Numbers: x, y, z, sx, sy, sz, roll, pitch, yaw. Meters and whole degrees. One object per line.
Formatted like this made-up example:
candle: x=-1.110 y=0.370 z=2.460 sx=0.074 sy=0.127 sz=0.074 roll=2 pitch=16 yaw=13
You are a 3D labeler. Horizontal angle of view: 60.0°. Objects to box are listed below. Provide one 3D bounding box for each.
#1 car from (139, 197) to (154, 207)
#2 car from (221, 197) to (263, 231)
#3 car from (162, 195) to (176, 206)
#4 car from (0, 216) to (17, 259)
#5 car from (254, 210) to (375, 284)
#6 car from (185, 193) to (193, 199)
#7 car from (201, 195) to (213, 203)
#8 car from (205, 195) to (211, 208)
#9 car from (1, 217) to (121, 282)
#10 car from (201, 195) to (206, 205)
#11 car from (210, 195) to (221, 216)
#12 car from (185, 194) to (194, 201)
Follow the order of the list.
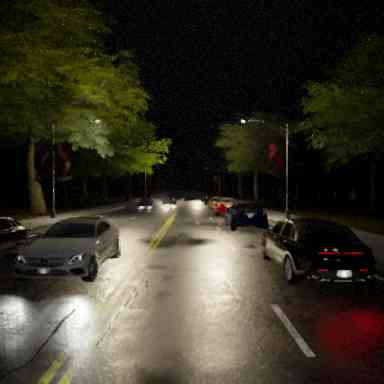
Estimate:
car: x=-6.818 y=1.411 z=50.143 sx=2.033 sy=1.411 sz=5.357 roll=0 pitch=0 yaw=0
car: x=3.214 y=1.319 z=20.491 sx=2.097 sy=1.767 sz=4.553 roll=0 pitch=0 yaw=0
car: x=-3.587 y=1.202 z=52.798 sx=2.097 sy=1.767 sz=4.553 roll=0 pitch=0 yaw=0
car: x=-6.609 y=1.493 z=9.799 sx=1.837 sy=1.490 sz=4.892 roll=0 pitch=0 yaw=0
car: x=3.244 y=1.491 z=9.510 sx=1.837 sy=1.490 sz=4.892 roll=0 pitch=0 yaw=0
car: x=-0.758 y=1.122 z=88.914 sx=2.033 sy=1.411 sz=5.357 roll=0 pitch=1 yaw=-1
car: x=2.854 y=1.350 z=64.563 sx=1.994 sy=1.385 sz=4.181 roll=0 pitch=0 yaw=-1
car: x=3.081 y=1.351 z=42.732 sx=1.801 sy=1.575 sz=5.366 roll=0 pitch=0 yaw=0
car: x=-3.359 y=1.513 z=9.857 sx=1.812 sy=1.442 sz=4.674 roll=0 pitch=0 yaw=0
car: x=2.980 y=1.275 z=53.553 sx=2.033 sy=1.649 sz=4.856 roll=0 pitch=0 yaw=-1
car: x=3.160 y=1.289 z=31.502 sx=2.097 sy=1.767 sz=4.553 roll=0 pitch=0 yaw=0
car: x=-0.515 y=1.208 z=73.653 sx=2.033 sy=1.411 sz=5.357 roll=0 pitch=0 yaw=-1
